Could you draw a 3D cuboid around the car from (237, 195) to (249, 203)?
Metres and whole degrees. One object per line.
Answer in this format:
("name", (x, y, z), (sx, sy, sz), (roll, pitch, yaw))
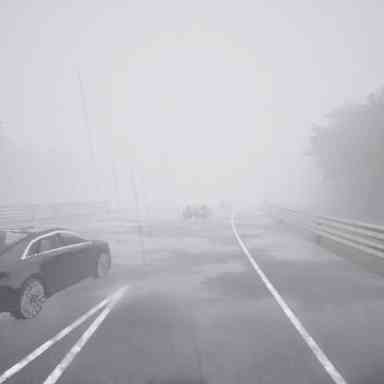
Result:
("car", (11.604, 1.964, 78.187), (1.895, 1.301, 4.718), (0, 0, 14))

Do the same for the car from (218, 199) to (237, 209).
("car", (5.231, 1.786, 51.068), (2.033, 1.411, 5.357), (0, 0, 13))

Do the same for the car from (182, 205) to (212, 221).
("car", (0.561, 1.740, 28.870), (1.895, 1.301, 4.718), (0, 0, 11))

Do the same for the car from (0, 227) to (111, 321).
("car", (-3.474, 1.528, 7.451), (2.128, 1.511, 4.902), (0, 0, 10))
